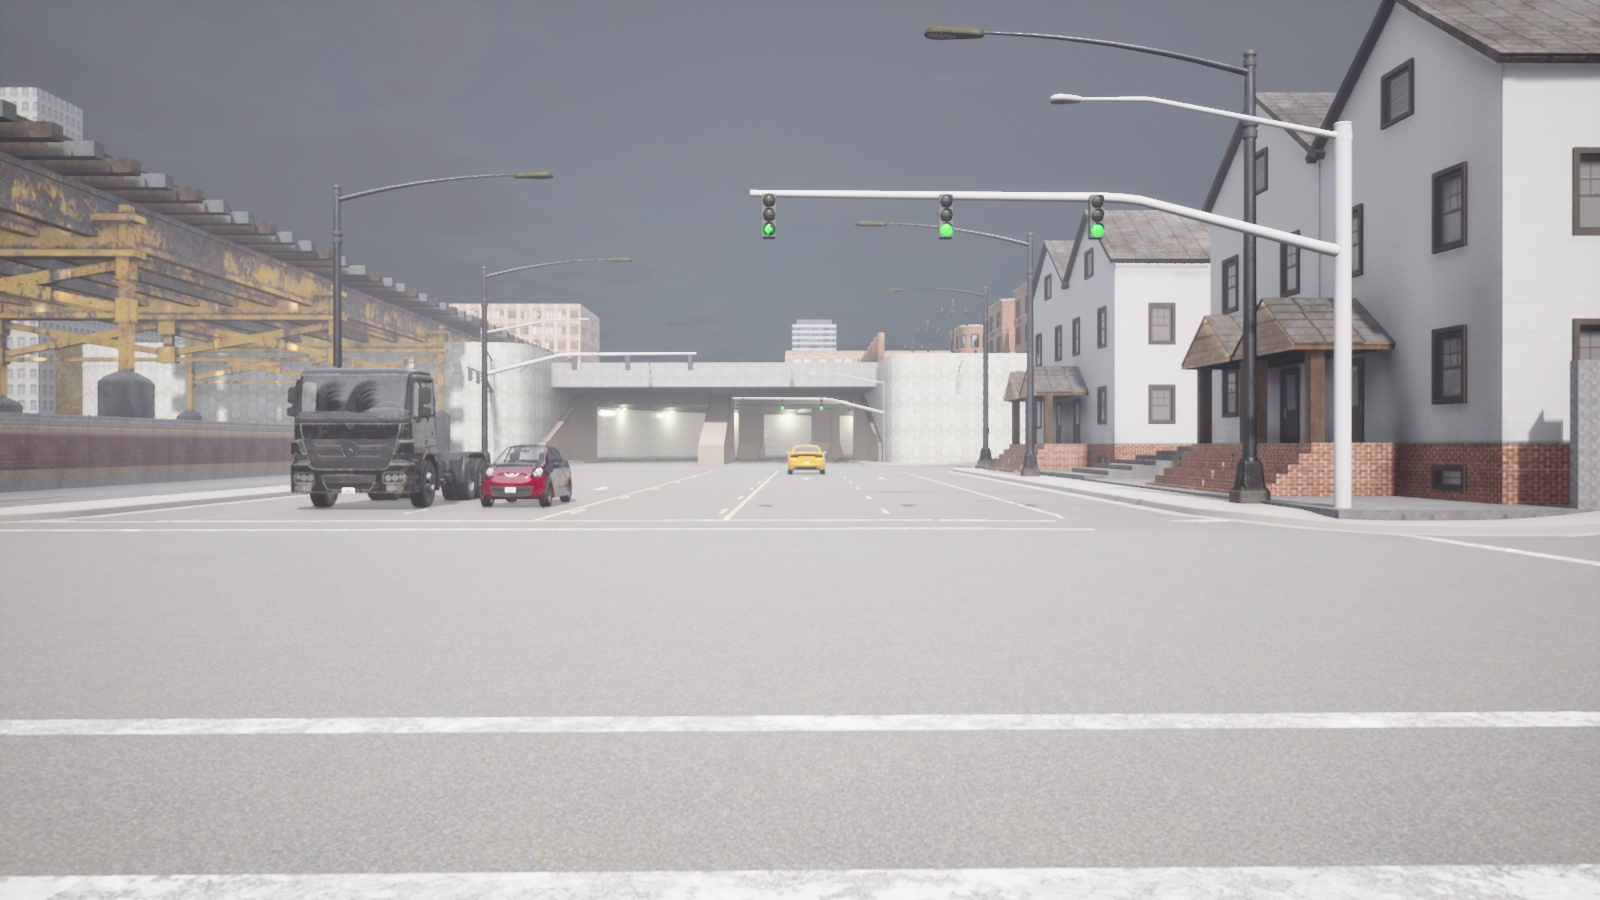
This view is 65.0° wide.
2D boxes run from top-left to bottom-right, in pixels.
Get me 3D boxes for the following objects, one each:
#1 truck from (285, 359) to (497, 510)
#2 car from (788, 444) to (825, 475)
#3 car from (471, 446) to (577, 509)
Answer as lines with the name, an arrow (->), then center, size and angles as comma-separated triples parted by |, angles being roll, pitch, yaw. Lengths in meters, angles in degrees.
truck -> -10.323, -0.364, 32.727 | 2.891, 3.462, 7.936 | 0, 0, 0
car -> 0.336, 0.485, 65.126 | 1.882, 1.535, 5.008 | 0, 0, 0
car -> -6.831, 0.640, 31.441 | 1.845, 1.501, 3.633 | 0, 0, 0
